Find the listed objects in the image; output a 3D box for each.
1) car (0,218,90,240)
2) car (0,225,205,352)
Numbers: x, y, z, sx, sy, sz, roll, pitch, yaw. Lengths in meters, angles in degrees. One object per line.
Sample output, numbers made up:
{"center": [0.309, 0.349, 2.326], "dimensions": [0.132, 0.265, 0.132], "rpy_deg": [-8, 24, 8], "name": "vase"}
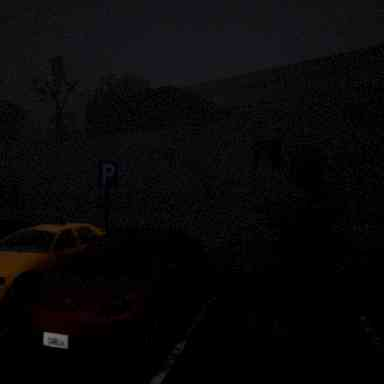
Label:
{"center": [-3.551, 1.460, 8.119], "dimensions": [1.946, 1.575, 5.366], "rpy_deg": [1, 0, 15], "name": "car"}
{"center": [-1.084, 1.508, 6.536], "dimensions": [2.163, 1.488, 4.792], "rpy_deg": [1, 0, 16], "name": "car"}
